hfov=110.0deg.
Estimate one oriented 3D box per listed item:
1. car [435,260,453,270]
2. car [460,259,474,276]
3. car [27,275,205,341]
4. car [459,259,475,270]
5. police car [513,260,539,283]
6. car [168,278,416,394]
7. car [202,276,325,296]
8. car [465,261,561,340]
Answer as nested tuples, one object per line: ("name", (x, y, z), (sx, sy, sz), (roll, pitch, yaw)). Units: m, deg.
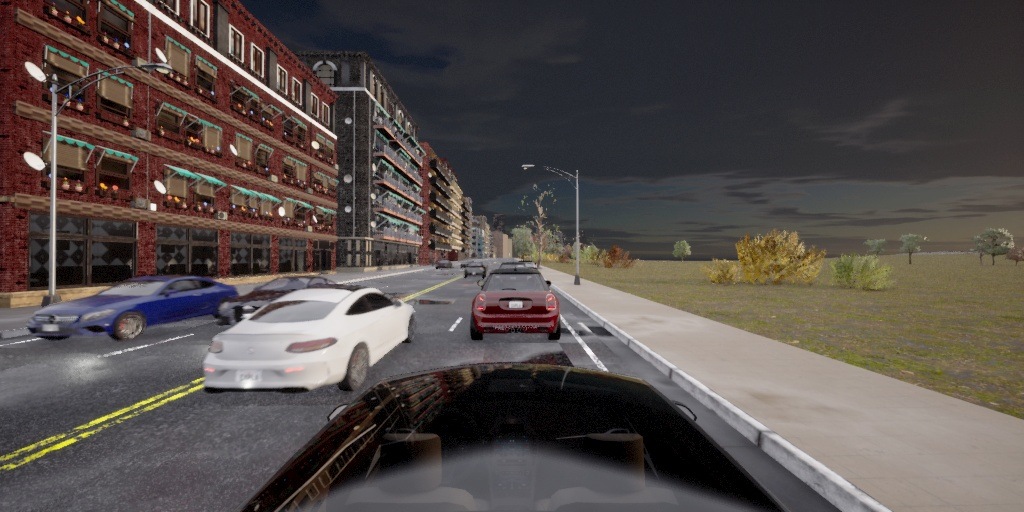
("car", (-9.954, 1.300, 52.957), (2.033, 1.411, 5.357), (0, 0, 0))
("car", (-3.214, 1.247, 32.720), (2.128, 1.511, 4.902), (0, 0, 0))
("car", (-9.868, 1.277, 9.988), (1.812, 1.442, 4.674), (0, 0, 0))
("car", (-6.702, 1.258, 54.188), (1.837, 1.490, 4.892), (0, 0, 0))
("police car", (1.079, 1.179, 29.369), (1.930, 1.638, 5.238), (0, 0, 0))
("car", (-3.164, 1.276, 6.604), (1.812, 1.442, 4.674), (0, 0, 0))
("car", (-6.620, 1.315, 10.977), (1.994, 1.385, 4.181), (0, 0, 0))
("car", (0.075, 1.104, 10.100), (2.097, 1.767, 4.553), (0, 0, 0))
